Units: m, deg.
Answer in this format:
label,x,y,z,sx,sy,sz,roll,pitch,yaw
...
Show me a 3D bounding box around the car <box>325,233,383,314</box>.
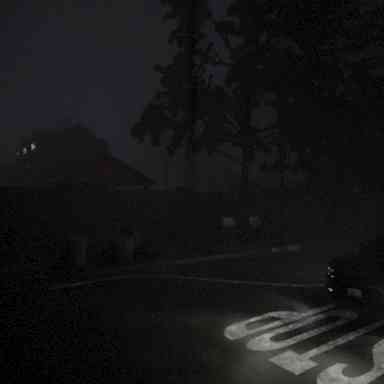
label,x,y,z,sx,sy,sz,roll,pitch,yaw
car,5.057,1.579,7.382,5.008,1.535,1.882,1,0,-32
